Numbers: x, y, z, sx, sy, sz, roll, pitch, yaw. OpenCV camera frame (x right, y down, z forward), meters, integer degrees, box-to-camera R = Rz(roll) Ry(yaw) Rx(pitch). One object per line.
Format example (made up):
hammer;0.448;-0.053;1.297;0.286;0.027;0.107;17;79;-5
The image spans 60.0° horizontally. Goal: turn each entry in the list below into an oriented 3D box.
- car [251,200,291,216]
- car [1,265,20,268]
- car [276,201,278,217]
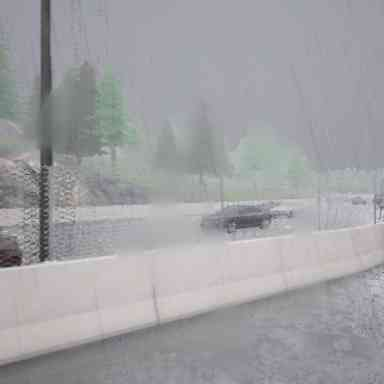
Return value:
car;8.057;1.592;33.621;4.181;1.385;1.994;0;0;-43
car;-6.657;1.572;7.885;4.674;1.442;1.812;0;0;-36
car;8.859;1.541;29.540;4.674;1.442;1.812;0;0;-42
